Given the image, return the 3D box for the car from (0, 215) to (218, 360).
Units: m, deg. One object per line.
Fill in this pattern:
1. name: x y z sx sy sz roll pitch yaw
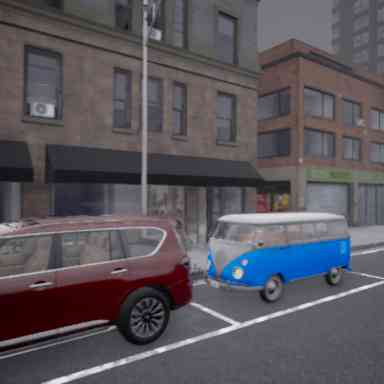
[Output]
1. car: -2.293 1.324 4.899 5.009 1.841 2.192 1 -1 -35

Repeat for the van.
1. van: 2.186 1.406 8.092 3.998 1.788 1.690 1 -1 -35
